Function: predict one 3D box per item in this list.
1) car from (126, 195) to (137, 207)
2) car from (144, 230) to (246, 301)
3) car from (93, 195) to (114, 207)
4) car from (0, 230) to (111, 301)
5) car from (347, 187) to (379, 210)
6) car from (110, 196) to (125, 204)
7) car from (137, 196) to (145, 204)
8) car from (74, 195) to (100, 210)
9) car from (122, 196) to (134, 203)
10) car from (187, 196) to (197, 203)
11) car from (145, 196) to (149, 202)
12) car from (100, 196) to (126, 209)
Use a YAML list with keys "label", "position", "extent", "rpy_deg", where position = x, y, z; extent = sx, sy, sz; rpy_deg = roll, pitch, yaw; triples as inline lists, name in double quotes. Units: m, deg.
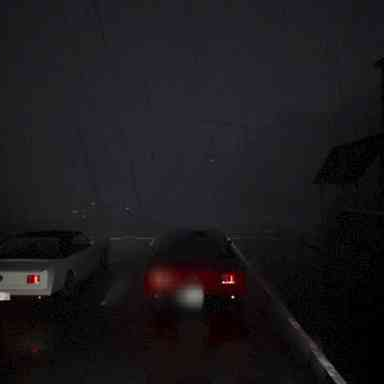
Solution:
- label: "car"
  position: [-10.626, 1.352, 52.650]
  extent: [2.097, 1.767, 4.553]
  rpy_deg: [0, 0, 0]
- label: "car"
  position: [0.072, 1.601, 8.263]
  extent: [1.895, 1.301, 4.718]
  rpy_deg: [0, 0, 0]
- label: "car"
  position: [-14.122, 1.352, 53.200]
  extent: [2.097, 1.767, 4.553]
  rpy_deg: [0, 0, 1]
- label: "car"
  position: [-3.428, 1.601, 8.243]
  extent: [1.895, 1.301, 4.718]
  rpy_deg: [0, 0, 0]
- label: "car"
  position: [14.366, 0.769, 28.462]
  extent: [4.553, 1.767, 2.097]
  rpy_deg: [-15, 0, -1]
- label: "car"
  position: [-14.092, 1.564, 63.081]
  extent: [1.994, 1.385, 4.181]
  rpy_deg: [0, 0, 0]
- label: "car"
  position: [-10.589, 1.564, 62.580]
  extent: [1.994, 1.385, 4.181]
  rpy_deg: [0, 0, 1]
- label: "car"
  position: [-14.128, 1.491, 44.147]
  extent: [2.128, 1.511, 4.902]
  rpy_deg: [0, 0, 0]
- label: "car"
  position: [-14.048, 1.519, 73.004]
  extent: [1.812, 1.442, 4.674]
  rpy_deg: [0, 0, 0]
- label: "car"
  position: [0.053, 1.477, 69.712]
  extent: [1.882, 1.535, 5.008]
  rpy_deg: [0, 0, 0]
- label: "car"
  position: [-10.548, 1.536, 72.973]
  extent: [2.033, 1.411, 5.357]
  rpy_deg: [0, 0, 0]
- label: "car"
  position: [-10.625, 1.526, 44.926]
  extent: [1.812, 1.442, 4.674]
  rpy_deg: [0, 0, 0]
